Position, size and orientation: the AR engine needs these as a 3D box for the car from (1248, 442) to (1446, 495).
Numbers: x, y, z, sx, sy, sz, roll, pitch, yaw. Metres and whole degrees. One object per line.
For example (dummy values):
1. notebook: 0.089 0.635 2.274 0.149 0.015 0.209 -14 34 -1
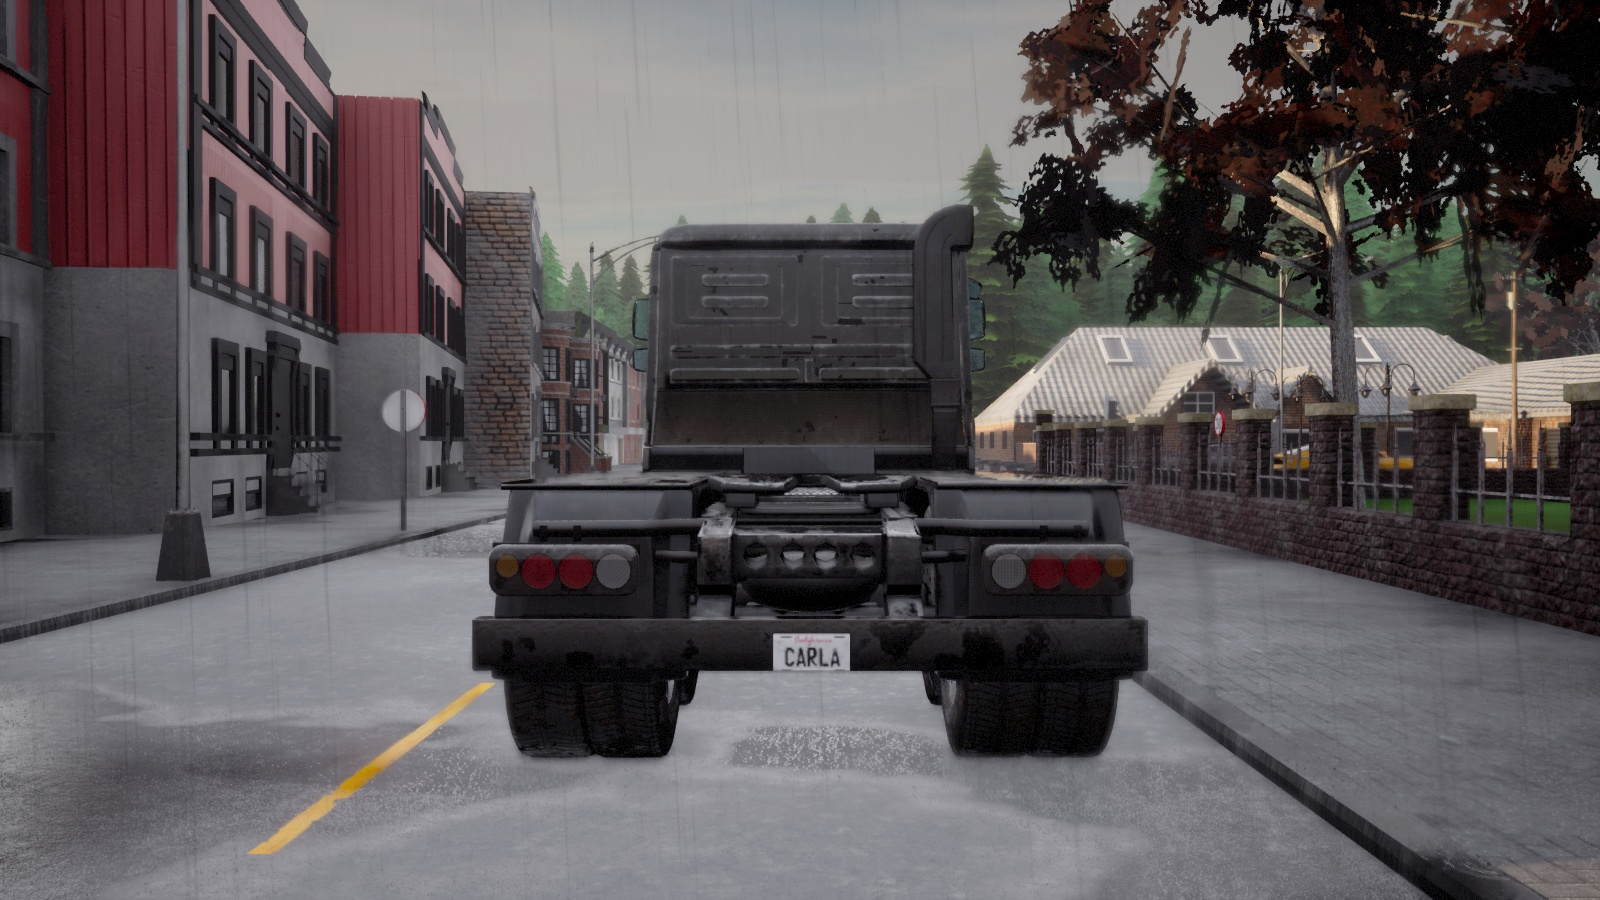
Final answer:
1. car: 16.047 0.528 36.972 5.008 1.535 1.882 0 0 -1

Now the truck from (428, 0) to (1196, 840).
1. truck: 0.065 -0.284 8.702 2.891 3.462 7.936 0 0 0

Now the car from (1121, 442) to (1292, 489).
1. car: 13.222 0.481 41.082 4.902 1.511 2.128 0 0 0

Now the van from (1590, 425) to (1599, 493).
1. van: 26.112 0.282 36.942 4.480 2.038 2.069 0 0 -1
